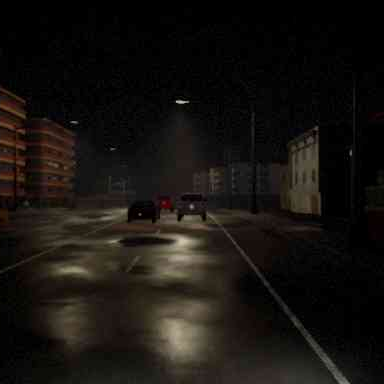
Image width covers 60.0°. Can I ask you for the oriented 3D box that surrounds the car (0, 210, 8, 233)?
[{"bbox_3d":[-10.531,1.319,15.270,1.882,1.535,5.008,0,0,1],"label":"car"}]

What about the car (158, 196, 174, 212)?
[{"bbox_3d":[-3.407,1.520,42.652,2.150,2.045,5.566,0,-2,0],"label":"car"}]

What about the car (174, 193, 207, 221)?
[{"bbox_3d":[0.004,1.111,26.245,2.150,2.045,5.566,0,-1,1],"label":"car"}]

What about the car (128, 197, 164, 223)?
[{"bbox_3d":[-3.403,1.343,24.248,1.882,1.535,5.008,0,-1,0],"label":"car"}]
